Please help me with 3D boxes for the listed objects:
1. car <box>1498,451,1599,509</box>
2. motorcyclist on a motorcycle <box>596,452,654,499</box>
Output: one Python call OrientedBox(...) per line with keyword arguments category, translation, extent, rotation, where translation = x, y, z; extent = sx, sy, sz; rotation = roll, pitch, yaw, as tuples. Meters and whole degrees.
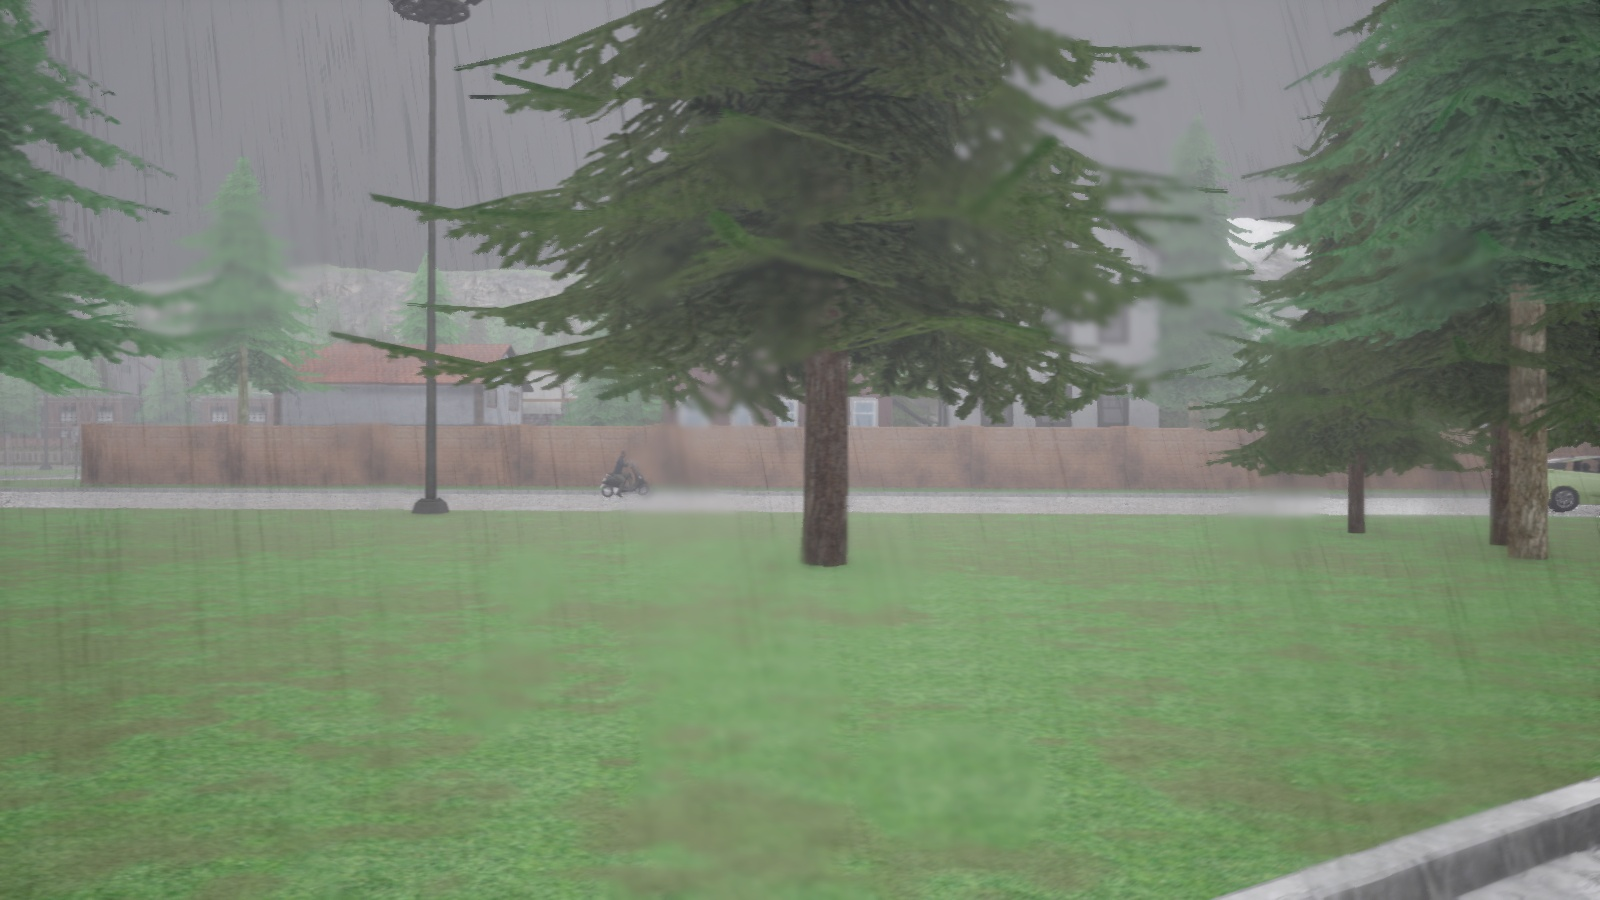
OrientedBox(category="car", translation=(21.839, 0.796, 34.198), extent=(4.514, 1.525, 2.007), rotation=(0, 0, 3))
OrientedBox(category="motorcyclist on a motorcycle", translation=(-5.944, 0.851, 42.667), extent=(1.817, 1.590, 0.866), rotation=(0, 0, 3))
